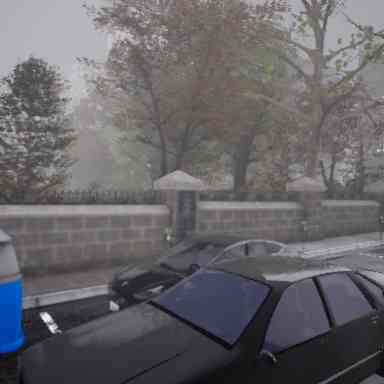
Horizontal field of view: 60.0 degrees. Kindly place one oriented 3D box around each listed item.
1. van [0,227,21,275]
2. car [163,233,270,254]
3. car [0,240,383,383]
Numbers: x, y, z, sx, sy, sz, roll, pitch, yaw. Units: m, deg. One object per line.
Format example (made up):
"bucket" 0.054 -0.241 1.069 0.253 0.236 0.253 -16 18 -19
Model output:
"van" -4.034 1.335 3.679 3.998 1.788 1.690 0 1 -35
"car" 0.481 1.587 6.858 4.313 1.339 1.947 0 1 -35
"car" 0.882 1.562 4.000 5.357 1.411 2.033 0 0 -35
